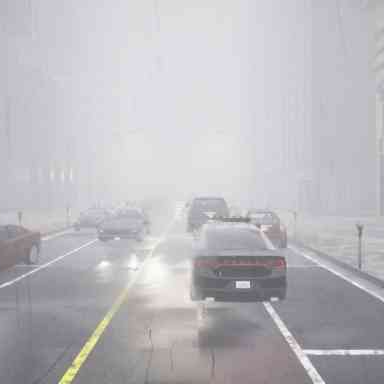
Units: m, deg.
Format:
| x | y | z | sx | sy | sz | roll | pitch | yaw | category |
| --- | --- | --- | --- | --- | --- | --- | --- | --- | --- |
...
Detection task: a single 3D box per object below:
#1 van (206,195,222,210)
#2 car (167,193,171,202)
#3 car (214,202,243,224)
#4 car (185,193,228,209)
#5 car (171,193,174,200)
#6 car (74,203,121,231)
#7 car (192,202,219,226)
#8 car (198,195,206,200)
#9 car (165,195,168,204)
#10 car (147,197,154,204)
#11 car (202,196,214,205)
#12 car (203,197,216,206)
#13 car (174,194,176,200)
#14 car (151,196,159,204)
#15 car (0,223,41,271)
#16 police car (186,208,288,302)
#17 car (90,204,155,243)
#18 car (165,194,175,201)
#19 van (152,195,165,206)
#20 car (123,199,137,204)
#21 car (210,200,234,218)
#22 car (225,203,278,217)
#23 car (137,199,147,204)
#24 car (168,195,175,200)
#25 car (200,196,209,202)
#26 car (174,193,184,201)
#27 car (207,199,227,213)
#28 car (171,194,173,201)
| x | y | z | sx | sy | sz | roll | pitch | yaw | category |
| --- | --- | --- | --- | --- | --- | --- | --- | --- | --- |
| 2.763 | 1.348 | 42.657 | 1.690 | 1.788 | 3.998 | 0 | 0 | 0 | van |
| -5.765 | 1.452 | 65.055 | 1.967 | 1.590 | 4.097 | 0 | 0 | 0 | car |
| 2.764 | 1.529 | 26.021 | 1.752 | 1.417 | 4.829 | 0 | 0 | 0 | car |
| 0.819 | 1.226 | 18.349 | 2.150 | 2.045 | 5.566 | 0 | 0 | -1 | car |
| -5.766 | 1.455 | 76.258 | 1.967 | 1.590 | 4.097 | 0 | 0 | 0 | car |
| -5.762 | 1.585 | 20.240 | 1.802 | 1.307 | 4.206 | 0 | 0 | 0 | car |
| 0.898 | 1.530 | 24.327 | 1.812 | 1.442 | 4.674 | 0 | 0 | 0 | car |
| 2.758 | 1.586 | 93.077 | 1.947 | 1.339 | 4.313 | 0 | 0 | 0 | car |
| -5.765 | 1.593 | 59.453 | 1.802 | 1.307 | 4.206 | 0 | 0 | 0 | car |
| -5.763 | 1.551 | 37.045 | 1.887 | 1.381 | 4.507 | 0 | 0 | 0 | car |
| 2.761 | 1.451 | 59.464 | 1.967 | 1.590 | 4.097 | 0 | 0 | 0 | car |
| 2.761 | 1.554 | 53.862 | 1.887 | 1.381 | 4.507 | 0 | 0 | 0 | car |
| -5.767 | 1.582 | 81.860 | 1.947 | 1.339 | 4.313 | 0 | 0 | 0 | car |
| -5.763 | 1.552 | 42.648 | 1.887 | 1.381 | 4.507 | 0 | 0 | 0 | car |
| -5.761 | 1.545 | 9.037 | 1.887 | 1.381 | 4.507 | 0 | 0 | 0 | car |
| 0.899 | 1.426 | 8.437 | 1.930 | 1.638 | 5.238 | 0 | 0 | 0 | police car |
| -3.100 | 1.549 | 16.468 | 2.033 | 1.411 | 5.357 | 0 | 0 | 0 | car |
| -5.766 | 1.333 | 87.462 | 2.192 | 1.841 | 5.009 | 0 | 0 | 0 | car |
| -5.763 | 1.350 | 53.852 | 1.690 | 1.788 | 3.998 | 0 | 0 | 0 | van |
| -5.762 | 1.529 | 25.672 | 1.752 | 1.417 | 4.829 | 0 | 0 | 0 | car |
| 2.763 | 1.550 | 31.453 | 1.887 | 1.381 | 4.507 | 0 | 0 | 0 | car |
| 2.765 | 1.442 | 14.646 | 1.967 | 1.590 | 4.097 | 0 | 0 | 0 | car |
| -5.762 | 1.445 | 31.444 | 1.967 | 1.590 | 4.097 | 0 | 0 | 0 | car |
| -5.767 | 1.602 | 93.063 | 1.802 | 1.307 | 4.206 | 0 | 0 | 0 | car |
| 2.759 | 1.560 | 76.270 | 1.887 | 1.381 | 4.507 | 0 | 0 | 0 | car |
| -3.007 | 1.508 | 82.951 | 2.128 | 1.511 | 4.902 | 0 | 0 | 0 | car |
| 2.763 | 1.551 | 37.055 | 1.887 | 1.381 | 4.507 | 0 | 0 | 0 | car |
| -5.766 | 1.579 | 70.657 | 1.947 | 1.339 | 4.313 | 0 | 0 | 0 | car |
